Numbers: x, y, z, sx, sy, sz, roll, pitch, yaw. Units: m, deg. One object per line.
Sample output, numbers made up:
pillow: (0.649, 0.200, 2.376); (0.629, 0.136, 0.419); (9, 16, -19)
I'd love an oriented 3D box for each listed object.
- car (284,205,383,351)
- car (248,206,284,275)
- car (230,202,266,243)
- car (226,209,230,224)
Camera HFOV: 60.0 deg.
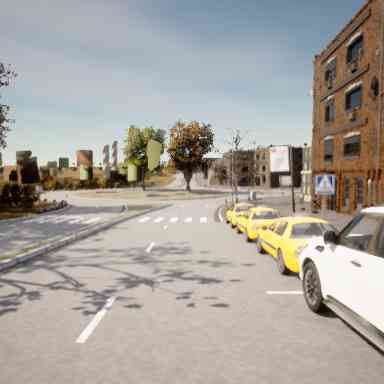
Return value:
car: (3.222, 1.172, 4.298); (2.435, 2.045, 5.566); (0, 0, 0)
car: (3.225, 1.420, 10.107); (1.946, 1.575, 5.366); (0, 0, 0)
car: (3.225, 1.419, 15.631); (1.946, 1.575, 5.366); (0, 0, 0)
car: (3.235, 1.421, 21.154); (1.946, 1.575, 5.366); (0, 0, 0)
